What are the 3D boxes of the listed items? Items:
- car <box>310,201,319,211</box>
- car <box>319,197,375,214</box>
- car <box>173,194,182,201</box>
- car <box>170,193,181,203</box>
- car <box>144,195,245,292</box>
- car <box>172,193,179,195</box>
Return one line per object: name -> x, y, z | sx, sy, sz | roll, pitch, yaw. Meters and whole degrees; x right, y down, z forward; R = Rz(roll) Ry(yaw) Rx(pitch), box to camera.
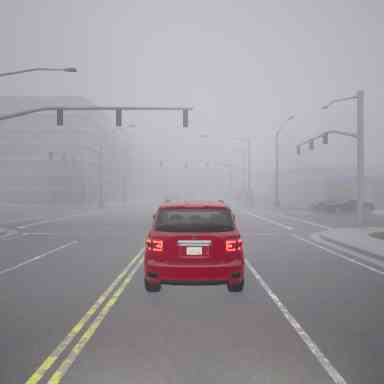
car -> 16.094, 1.352, 38.598 | 4.553, 1.767, 2.097 | 0, 0, 0
car -> 16.553, 1.477, 35.091 | 5.008, 1.535, 1.882 | 0, 0, 0
car -> -3.640, 1.355, 83.682 | 2.097, 1.767, 4.553 | 0, 0, 0
car -> -3.623, 1.225, 73.716 | 2.150, 2.045, 5.566 | 0, 0, 0
car -> 0.057, 1.221, 9.054 | 2.150, 2.045, 5.566 | 0, 0, 0
car -> -3.672, 1.352, 54.845 | 2.097, 1.767, 4.553 | 0, 0, 0
